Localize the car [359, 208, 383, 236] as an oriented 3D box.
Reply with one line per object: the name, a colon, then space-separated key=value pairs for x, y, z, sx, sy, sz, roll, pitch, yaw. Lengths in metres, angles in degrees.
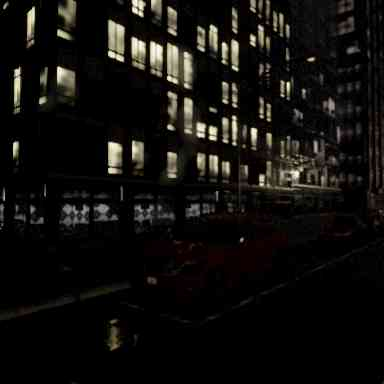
car: x=11.480 y=1.875 z=21.432 sx=1.967 sy=1.590 sz=4.097 roll=-1 pitch=-1 yaw=40

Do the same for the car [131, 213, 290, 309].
car: x=0.803 y=1.513 z=8.675 sx=2.192 sy=1.841 sz=5.009 roll=-1 pitch=-1 yaw=40

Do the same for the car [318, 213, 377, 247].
car: x=7.921 y=1.938 z=17.177 sx=1.802 sy=1.307 sz=4.206 roll=-1 pitch=-1 yaw=40
